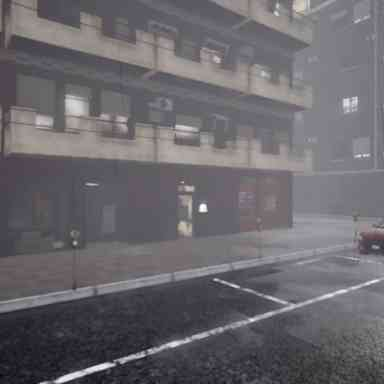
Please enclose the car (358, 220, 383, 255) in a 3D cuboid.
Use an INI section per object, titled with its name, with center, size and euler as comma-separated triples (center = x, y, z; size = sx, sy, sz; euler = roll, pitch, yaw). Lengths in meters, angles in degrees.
[car]
center = 7.818, 1.554, 12.131
size = 4.507, 1.381, 1.887
euler = 0, 0, -35
